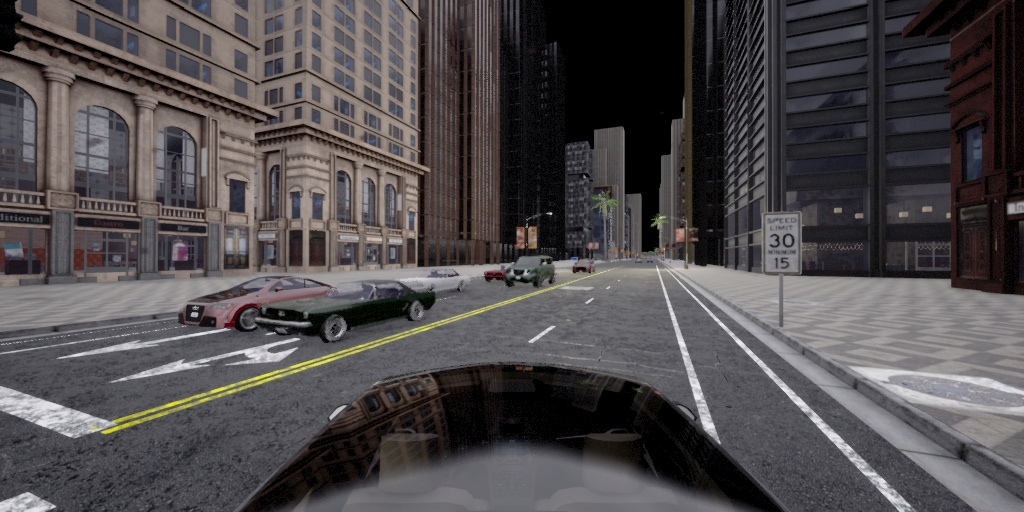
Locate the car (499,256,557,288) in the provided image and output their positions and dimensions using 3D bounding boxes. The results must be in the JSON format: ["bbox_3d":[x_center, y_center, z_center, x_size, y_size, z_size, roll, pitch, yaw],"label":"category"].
[{"bbox_3d":[1.376,0.984,24.243,2.150,2.045,5.566,0,0,22],"label":"car"}]

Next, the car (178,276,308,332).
[{"bbox_3d":[-7.352,1.315,10.985,1.994,1.385,4.181,0,0,22],"label":"car"}]

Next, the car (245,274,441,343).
[{"bbox_3d":[-4.245,1.352,10.011,1.895,1.301,4.718,0,0,24],"label":"car"}]

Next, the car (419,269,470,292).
[{"bbox_3d":[-4.139,1.356,19.136,1.895,1.301,4.718,0,0,22],"label":"car"}]

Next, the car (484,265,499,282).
[{"bbox_3d":[-0.479,1.363,28.401,1.895,1.301,4.718,0,0,22],"label":"car"}]

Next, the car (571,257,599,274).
[{"bbox_3d":[8.458,1.127,41.942,2.097,1.767,4.553,0,0,22],"label":"car"}]
